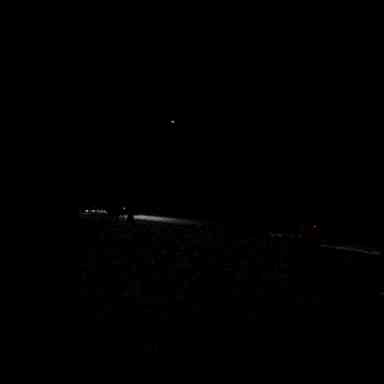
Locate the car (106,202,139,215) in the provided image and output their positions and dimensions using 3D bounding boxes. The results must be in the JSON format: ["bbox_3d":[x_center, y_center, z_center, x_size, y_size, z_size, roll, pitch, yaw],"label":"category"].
[{"bbox_3d":[-7.285,1.670,34.725,1.895,1.301,4.718,1,-1,-36],"label":"car"}]

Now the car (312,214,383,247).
[{"bbox_3d":[7.665,1.635,13.830,2.033,1.411,5.357,1,-1,-36],"label":"car"}]

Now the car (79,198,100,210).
[{"bbox_3d":[-13.729,1.627,43.729,1.837,1.490,4.892,1,0,-36],"label":"car"}]
